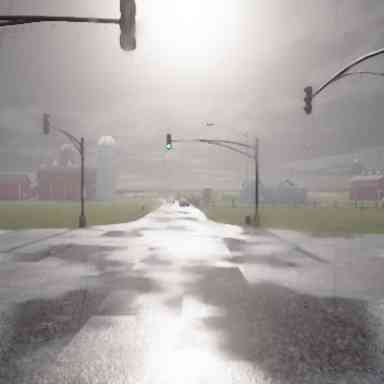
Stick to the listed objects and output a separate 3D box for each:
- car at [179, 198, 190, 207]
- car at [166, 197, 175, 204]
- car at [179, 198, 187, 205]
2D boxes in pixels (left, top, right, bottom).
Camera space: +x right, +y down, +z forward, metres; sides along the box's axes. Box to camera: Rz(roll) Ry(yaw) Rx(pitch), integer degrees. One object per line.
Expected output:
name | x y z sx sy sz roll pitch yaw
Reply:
car | -1.509 2.255 66.093 1.895 1.301 4.718 0 -1 -3
car | -4.483 1.838 70.106 1.812 1.442 4.674 0 -1 -3
car | -2.089 2.175 76.080 1.837 1.490 4.892 0 -1 -4
